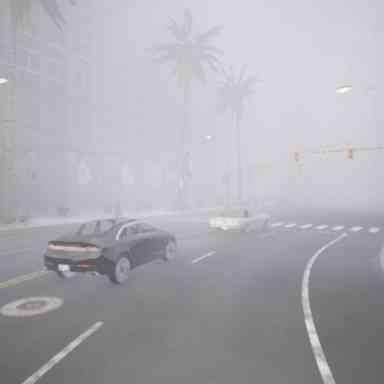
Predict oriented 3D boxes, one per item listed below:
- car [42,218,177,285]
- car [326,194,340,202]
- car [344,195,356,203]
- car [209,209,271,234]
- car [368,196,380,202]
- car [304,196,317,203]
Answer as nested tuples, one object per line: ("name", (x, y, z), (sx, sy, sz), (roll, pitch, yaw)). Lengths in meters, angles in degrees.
("car", (-2.028, 1.505, 9.730), (2.128, 1.511, 4.902), (0, 0, 20))
("car", (32.868, 1.584, 77.174), (1.882, 1.535, 5.008), (0, 0, 34))
("car", (35.791, 1.697, 75.248), (1.895, 1.301, 4.718), (0, 0, 34))
("car", (2.967, 1.630, 19.436), (1.895, 1.301, 4.718), (0, 0, 34))
("car", (44.702, 1.648, 82.333), (2.033, 1.411, 5.357), (0, 0, 33))
("car", (25.748, 1.615, 72.217), (2.161, 1.482, 4.786), (0, 0, 33))
